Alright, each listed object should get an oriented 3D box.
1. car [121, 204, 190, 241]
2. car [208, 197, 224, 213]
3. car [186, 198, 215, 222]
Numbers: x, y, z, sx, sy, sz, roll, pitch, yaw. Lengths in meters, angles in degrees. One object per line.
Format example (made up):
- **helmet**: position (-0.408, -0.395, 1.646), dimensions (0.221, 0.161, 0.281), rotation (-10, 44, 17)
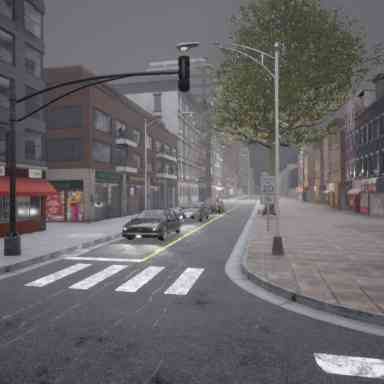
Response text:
- **car**: position (-1.809, 1.556, 17.209), dimensions (2.033, 1.411, 5.357), rotation (0, 0, 12)
- **car**: position (2.307, 1.347, 36.497), dimensions (2.097, 1.767, 4.553), rotation (0, 0, 12)
- **car**: position (0.225, 1.492, 26.753), dimensions (2.128, 1.511, 4.902), rotation (0, 0, 12)
